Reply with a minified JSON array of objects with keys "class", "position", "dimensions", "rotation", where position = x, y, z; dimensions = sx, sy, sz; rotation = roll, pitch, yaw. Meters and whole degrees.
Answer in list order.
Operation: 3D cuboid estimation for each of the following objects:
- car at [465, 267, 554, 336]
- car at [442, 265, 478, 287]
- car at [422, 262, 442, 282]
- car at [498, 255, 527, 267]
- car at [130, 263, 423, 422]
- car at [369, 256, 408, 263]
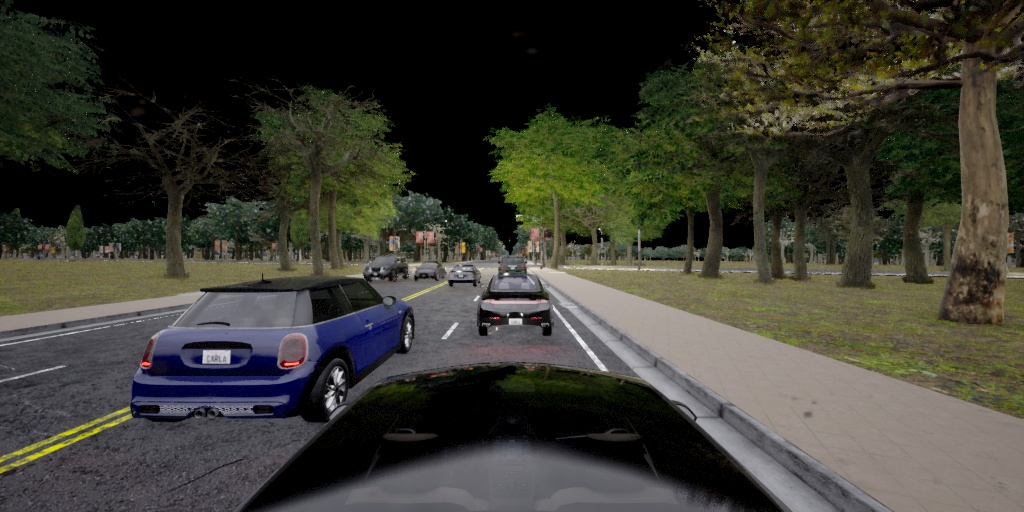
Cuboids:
[{"class":"car","position":[0.081,1.242,10.374],"dimensions":[2.128,1.511,4.902],"rotation":[0,0,0]},{"class":"car","position":[-3.195,1.301,24.798],"dimensions":[2.033,1.411,5.357],"rotation":[0,0,0]},{"class":"car","position":[-6.657,1.262,29.394],"dimensions":[1.837,1.490,4.892],"rotation":[0,0,0]},{"class":"car","position":[0.045,0.979,28.429],"dimensions":[2.150,2.045,5.566],"rotation":[0,0,0]},{"class":"car","position":[-3.158,1.102,5.969],"dimensions":[2.097,1.767,4.553],"rotation":[0,0,0]},{"class":"car","position":[-9.905,0.978,28.739],"dimensions":[2.150,2.045,5.566],"rotation":[0,0,0]}]
